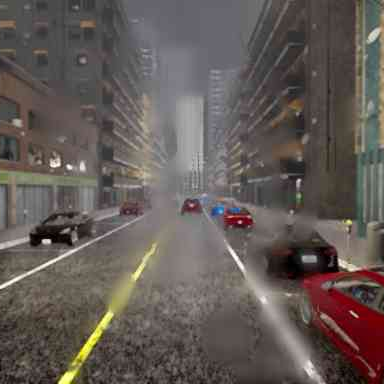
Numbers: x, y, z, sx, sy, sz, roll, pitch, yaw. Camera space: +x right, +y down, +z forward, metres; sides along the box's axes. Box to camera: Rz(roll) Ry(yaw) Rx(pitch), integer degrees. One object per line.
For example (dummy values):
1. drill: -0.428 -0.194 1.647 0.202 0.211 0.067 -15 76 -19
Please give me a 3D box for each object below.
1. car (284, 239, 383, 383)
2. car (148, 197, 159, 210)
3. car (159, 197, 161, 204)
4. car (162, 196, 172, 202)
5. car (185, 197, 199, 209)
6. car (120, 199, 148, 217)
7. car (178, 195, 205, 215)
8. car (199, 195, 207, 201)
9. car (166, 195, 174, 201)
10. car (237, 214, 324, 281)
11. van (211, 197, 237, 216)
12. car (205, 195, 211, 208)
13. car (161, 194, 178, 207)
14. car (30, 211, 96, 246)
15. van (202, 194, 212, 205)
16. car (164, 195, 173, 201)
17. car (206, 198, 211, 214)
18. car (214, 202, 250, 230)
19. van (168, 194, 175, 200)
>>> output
1. car: 2.682 1.581 4.151 1.802 1.307 4.206 0 0 0
2. car: -5.716 1.582 42.823 1.802 1.307 4.206 0 0 0
3. car: -5.724 1.530 59.224 1.752 1.417 4.829 0 0 0
4. car: -5.730 1.579 75.964 1.947 1.339 4.313 0 0 0
5. car: 0.015 1.478 47.176 1.882 1.535 5.008 0 0 1
6. car: -5.711 1.543 31.777 1.887 1.381 4.507 0 0 0
7. car: -0.014 1.349 33.772 2.097 1.767 4.553 0 0 0
8. car: 2.648 1.566 81.478 2.008 1.369 4.403 -1 0 0
9. car: -5.736 1.563 87.012 1.887 1.381 4.507 0 0 0
10. car: 2.680 1.564 9.674 1.947 1.339 4.313 0 0 0
11. van: 2.670 1.339 26.244 1.690 1.788 3.998 0 0 0
12. car: 2.662 1.526 48.508 1.752 1.417 4.829 0 0 0
13. car: -3.022 1.442 50.577 2.128 1.511 4.902 0 0 0
14. car: -5.704 1.563 15.206 1.947 1.339 4.313 0 0 0
15. van: 2.655 1.346 59.386 1.690 1.788 3.998 -1 0 0
16. car: -5.733 1.560 81.488 1.887 1.381 4.507 0 0 0
17. car: 2.670 1.564 31.768 1.947 1.339 4.313 0 0 0
18. car: 2.675 1.542 20.721 1.887 1.381 4.507 0 0 0
19. van: -5.740 1.363 92.535 1.690 1.788 3.998 -1 0 0
